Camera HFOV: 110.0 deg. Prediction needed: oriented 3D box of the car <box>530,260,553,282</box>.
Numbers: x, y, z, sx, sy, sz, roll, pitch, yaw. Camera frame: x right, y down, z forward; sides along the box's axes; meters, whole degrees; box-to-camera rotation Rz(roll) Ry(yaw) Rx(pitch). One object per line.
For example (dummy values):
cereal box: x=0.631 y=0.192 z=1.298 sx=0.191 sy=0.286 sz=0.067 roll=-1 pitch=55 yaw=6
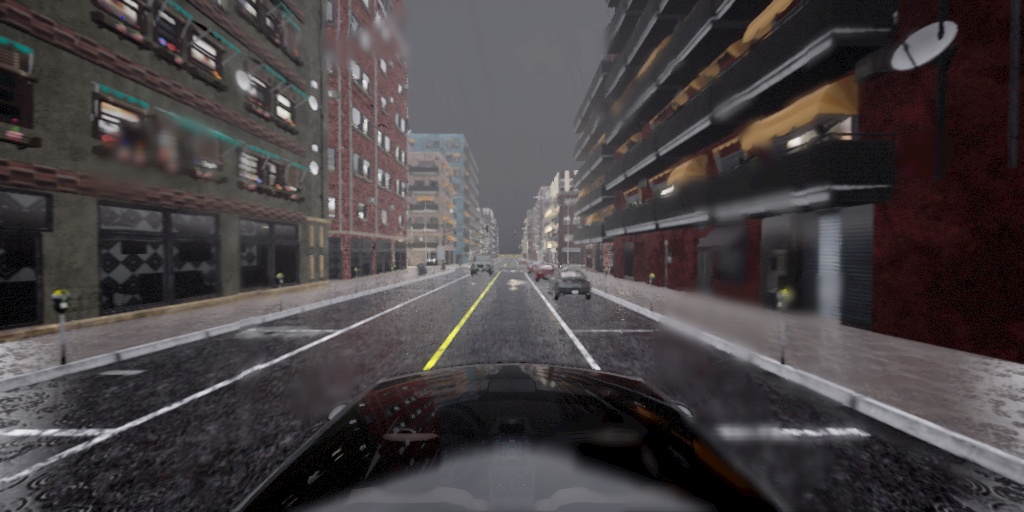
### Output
car: x=2.691 y=1.284 z=28.763 sx=1.888 sy=1.381 sz=4.507 roll=0 pitch=0 yaw=0

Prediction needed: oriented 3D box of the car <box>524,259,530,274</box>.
car: x=2.691 y=1.177 z=40.132 sx=1.967 sy=1.591 sz=4.097 roll=0 pitch=0 yaw=0

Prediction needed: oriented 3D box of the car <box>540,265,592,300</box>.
car: x=2.690 y=1.293 z=17.393 sx=2.007 sy=1.370 sz=4.403 roll=0 pitch=0 yaw=0

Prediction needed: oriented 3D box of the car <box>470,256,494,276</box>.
car: x=-3.066 y=0.961 z=37.688 sx=2.150 sy=2.045 sz=5.566 roll=0 pitch=0 yaw=0
